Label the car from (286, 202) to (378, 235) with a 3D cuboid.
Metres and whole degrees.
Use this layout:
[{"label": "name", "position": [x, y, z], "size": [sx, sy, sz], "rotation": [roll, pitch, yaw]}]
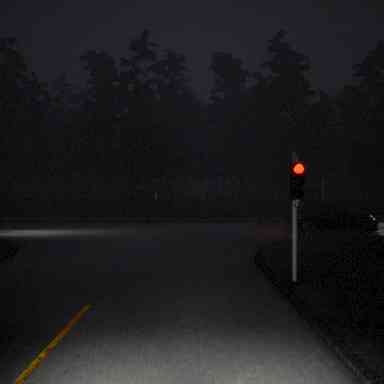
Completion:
[{"label": "car", "position": [7.650, 1.352, 18.331], "size": [4.553, 1.767, 2.097], "rotation": [0, 0, 0]}]
